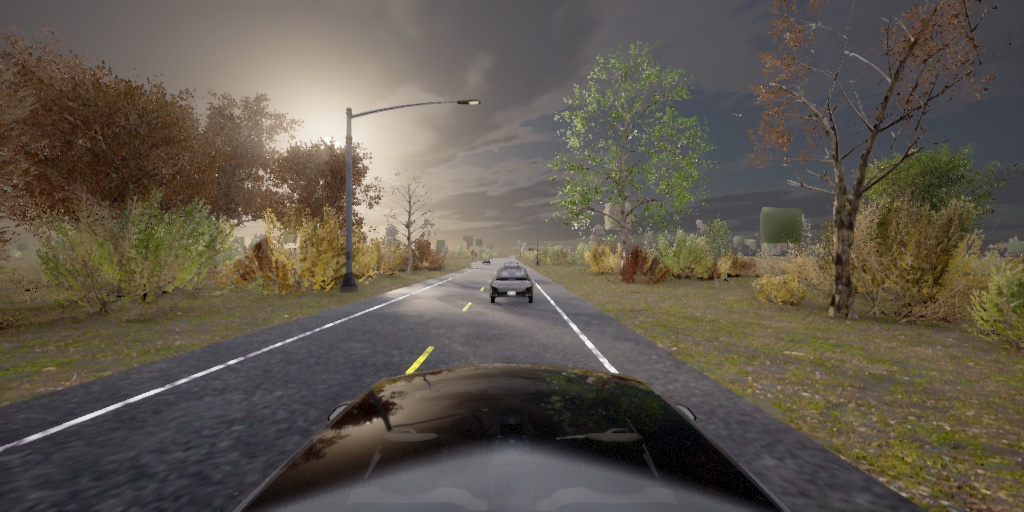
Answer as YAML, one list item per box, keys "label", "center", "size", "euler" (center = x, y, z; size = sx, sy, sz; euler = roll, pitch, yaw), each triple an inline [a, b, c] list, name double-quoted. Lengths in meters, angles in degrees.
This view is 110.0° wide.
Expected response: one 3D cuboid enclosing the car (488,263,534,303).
- label: "car"
  center: [-0.017, 1.243, 16.505]
  size: [2.128, 1.511, 4.902]
  euler: [0, 0, 0]
